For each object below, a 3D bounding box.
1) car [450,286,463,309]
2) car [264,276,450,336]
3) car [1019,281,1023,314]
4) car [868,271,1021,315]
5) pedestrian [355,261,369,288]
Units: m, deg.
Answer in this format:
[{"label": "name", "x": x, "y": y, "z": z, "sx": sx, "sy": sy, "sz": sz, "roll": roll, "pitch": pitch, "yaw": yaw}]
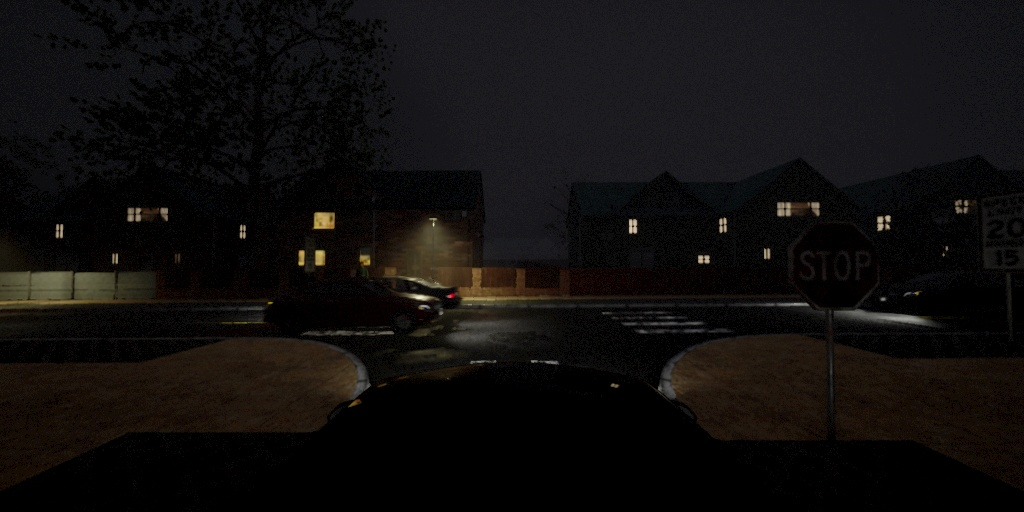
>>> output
[{"label": "car", "x": -4.503, "y": 1.444, "z": 12.969, "sx": 5.357, "sy": 1.411, "sz": 2.033, "roll": -1, "pitch": -2, "yaw": 1}, {"label": "car", "x": -4.310, "y": 1.340, "z": 10.018, "sx": 4.674, "sy": 1.442, "sz": 1.812, "roll": -1, "pitch": -2, "yaw": 1}, {"label": "car", "x": 17.423, "y": 1.186, "z": 9.746, "sx": 4.181, "sy": 1.385, "sz": 1.994, "roll": 0, "pitch": -2, "yaw": 1}, {"label": "car", "x": 15.514, "y": 1.243, "z": 12.710, "sx": 4.674, "sy": 1.442, "sz": 1.812, "roll": 0, "pitch": -2, "yaw": 1}, {"label": "pedestrian", "x": -6.719, "y": 1.140, "z": 15.917, "sx": 0.375, "sy": 1.860, "sz": 0.375, "roll": 0, "pitch": -1, "yaw": 1}]
